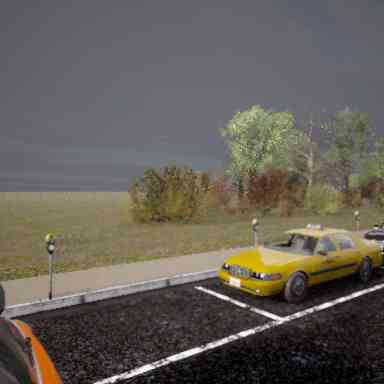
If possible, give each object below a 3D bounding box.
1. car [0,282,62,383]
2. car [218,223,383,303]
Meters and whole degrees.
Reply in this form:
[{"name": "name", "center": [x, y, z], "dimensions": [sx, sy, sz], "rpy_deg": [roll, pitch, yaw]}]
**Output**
[{"name": "car", "center": [-2.728, 1.361, 1.125], "dimensions": [4.553, 1.767, 2.097], "rpy_deg": [0, 0, -35]}, {"name": "car", "center": [2.829, 1.488, 8.104], "dimensions": [4.829, 1.417, 1.752], "rpy_deg": [0, 1, -35]}]
